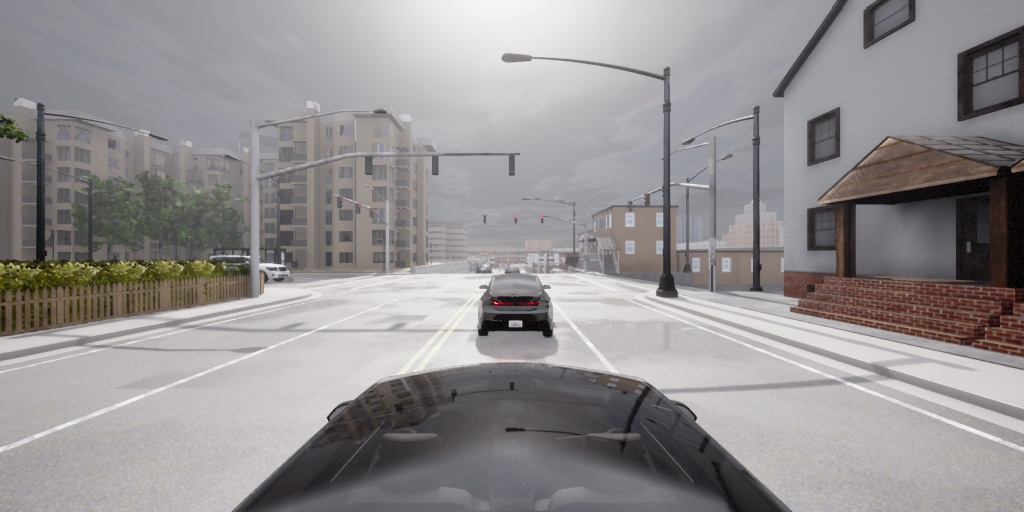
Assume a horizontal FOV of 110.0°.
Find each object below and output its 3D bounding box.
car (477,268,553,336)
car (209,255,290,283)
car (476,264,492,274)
[{"bbox_3d":[0.092,1.255,10.360,1.837,1.490,4.892,0,0,0],"label":"car"},{"bbox_3d":[-19.956,0.971,27.050,5.566,2.045,2.150,0,0,1],"label":"car"},{"bbox_3d":[-3.618,1.755,47.174,2.128,1.511,4.902,0,-5,0],"label":"car"}]
